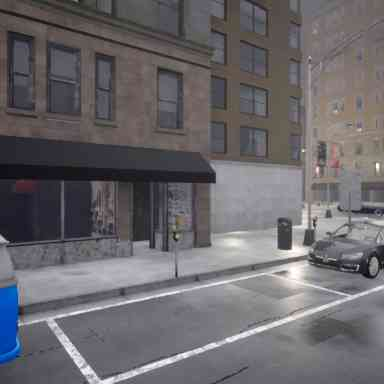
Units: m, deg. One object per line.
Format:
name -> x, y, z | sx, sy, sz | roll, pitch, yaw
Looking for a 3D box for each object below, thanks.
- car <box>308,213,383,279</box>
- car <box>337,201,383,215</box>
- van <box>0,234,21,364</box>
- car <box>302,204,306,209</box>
car -> 5.274, 1.550, 9.965 | 4.403, 1.369, 2.008 | 0, 0, -36
car -> 16.219, 1.529, 31.040 | 1.895, 1.301, 4.718 | 0, 0, -36
van -> -3.937, 1.341, 3.379 | 3.998, 1.788, 1.690 | 0, 0, -36
car -> 10.541, 1.430, 38.908 | 2.033, 1.411, 5.357 | 0, 0, -36
